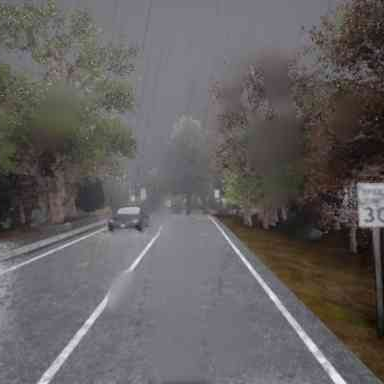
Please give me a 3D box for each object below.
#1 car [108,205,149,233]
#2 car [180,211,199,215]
[{"bbox_3d":[-3.648,1.515,19.873,1.812,1.442,4.674,0,0,0],"label":"car"},{"bbox_3d":[-0.703,5.960,90.643,5.357,1.411,2.033,0,-5,8],"label":"car"}]
